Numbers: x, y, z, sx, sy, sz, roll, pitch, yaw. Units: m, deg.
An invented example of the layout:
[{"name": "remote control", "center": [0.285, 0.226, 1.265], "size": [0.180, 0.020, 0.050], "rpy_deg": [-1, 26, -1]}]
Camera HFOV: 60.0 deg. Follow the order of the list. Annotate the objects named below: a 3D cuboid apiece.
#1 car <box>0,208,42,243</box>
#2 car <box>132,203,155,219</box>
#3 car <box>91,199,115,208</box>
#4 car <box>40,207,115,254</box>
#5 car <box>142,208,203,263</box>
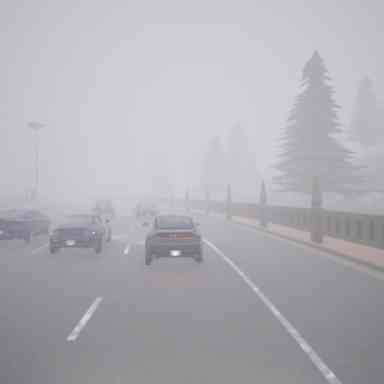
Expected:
[{"name": "car", "center": [-8.364, 1.536, 16.284], "size": [1.882, 1.535, 5.008], "rpy_deg": [0, 0, -9]}, {"name": "car", "center": [-4.324, 1.683, 30.218], "size": [1.895, 1.301, 4.718], "rpy_deg": [0, 0, -16]}, {"name": "car", "center": [-8.739, 1.450, 32.522], "size": [2.097, 1.767, 4.553], "rpy_deg": [0, 0, -17]}, {"name": "car", "center": [-4.466, 1.569, 13.700], "size": [1.812, 1.442, 4.674], "rpy_deg": [0, 0, -7]}, {"name": "car", "center": [-0.733, 1.536, 12.093], "size": [1.837, 1.490, 4.892], "rpy_deg": [0, 0, -6]}]
